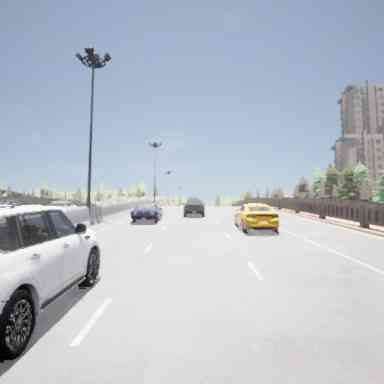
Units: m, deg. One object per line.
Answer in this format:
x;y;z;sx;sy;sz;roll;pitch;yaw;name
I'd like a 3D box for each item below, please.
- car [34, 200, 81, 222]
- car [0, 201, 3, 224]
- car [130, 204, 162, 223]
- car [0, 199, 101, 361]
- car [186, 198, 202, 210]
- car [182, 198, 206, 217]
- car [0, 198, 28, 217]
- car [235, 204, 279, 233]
-10.517;1.458;26.419;1.812;1.442;4.674;0;0;0;car
-14.035;1.430;20.510;1.882;1.535;5.008;0;0;0;car
-3.321;1.533;25.187;1.895;1.301;4.718;0;0;0;car
-3.377;1.215;6.043;2.150;2.045;5.566;0;0;0;car
0.229;1.444;41.802;1.994;1.385;4.181;0;0;0;car
0.194;1.420;30.407;1.837;1.490;4.892;0;0;0;car
-17.501;1.413;30.934;2.128;1.511;4.902;0;0;0;car
3.662;1.425;19.405;1.882;1.535;5.008;0;0;0;car
